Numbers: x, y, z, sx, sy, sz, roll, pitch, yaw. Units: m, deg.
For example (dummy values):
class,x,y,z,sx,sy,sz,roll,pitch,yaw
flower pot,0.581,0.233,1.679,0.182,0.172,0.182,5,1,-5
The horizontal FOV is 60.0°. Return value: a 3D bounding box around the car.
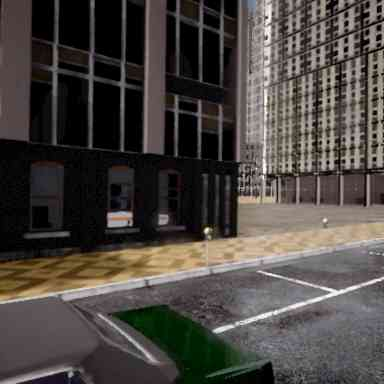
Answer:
class,x,y,z,sx,sy,sz,roll,pitch,yaw
car,-1.706,1.601,2.162,4.718,1.301,1.895,0,0,-36
